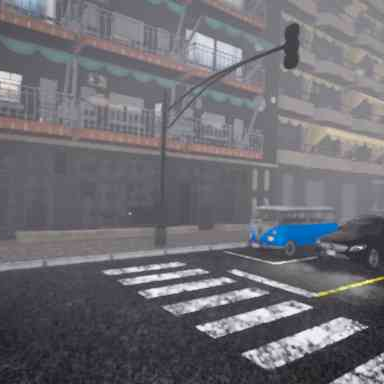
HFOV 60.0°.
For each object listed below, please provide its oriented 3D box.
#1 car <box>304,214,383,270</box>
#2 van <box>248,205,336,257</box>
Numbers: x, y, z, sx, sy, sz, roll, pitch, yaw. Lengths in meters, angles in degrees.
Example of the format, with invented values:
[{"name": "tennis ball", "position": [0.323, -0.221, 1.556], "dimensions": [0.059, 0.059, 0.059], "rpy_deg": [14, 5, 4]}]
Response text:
[{"name": "car", "position": [6.266, 1.657, 11.593], "dimensions": [4.674, 1.442, 1.812], "rpy_deg": [1, 0, -33]}, {"name": "van", "position": [3.996, 1.421, 13.005], "dimensions": [3.998, 1.788, 1.690], "rpy_deg": [2, 0, -35]}]
